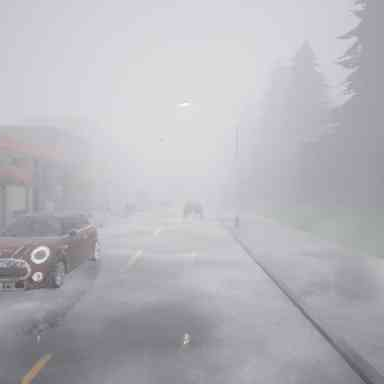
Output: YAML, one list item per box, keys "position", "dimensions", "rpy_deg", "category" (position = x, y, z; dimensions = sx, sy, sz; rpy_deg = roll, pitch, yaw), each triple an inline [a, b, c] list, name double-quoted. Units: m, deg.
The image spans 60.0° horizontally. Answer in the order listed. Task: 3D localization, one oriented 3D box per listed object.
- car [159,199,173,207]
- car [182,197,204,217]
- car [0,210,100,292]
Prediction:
- position: [-4.023, 1.670, 51.822]
  dimensions: [1.895, 1.301, 4.718]
  rpy_deg: [0, 0, 1]
  category: "car"
- position: [0.112, 1.548, 32.135]
  dimensions: [1.837, 1.490, 4.892]
  rpy_deg: [0, 0, 0]
  category: "car"
- position: [-4.094, 1.364, 9.146]
  dimensions: [2.097, 1.767, 4.553]
  rpy_deg: [0, 0, 0]
  category: "car"
